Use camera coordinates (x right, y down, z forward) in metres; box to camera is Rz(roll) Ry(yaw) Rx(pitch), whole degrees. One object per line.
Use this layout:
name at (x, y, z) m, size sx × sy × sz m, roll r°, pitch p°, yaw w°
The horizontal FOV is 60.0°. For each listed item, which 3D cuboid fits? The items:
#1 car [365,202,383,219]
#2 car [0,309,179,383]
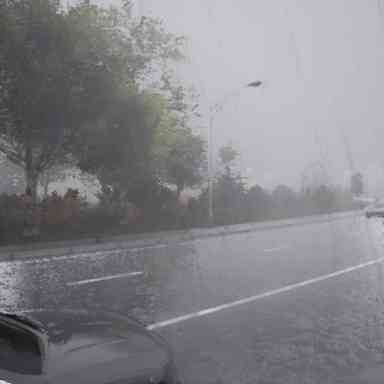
car at (16.541, 1.586, 28.642) m, size 2.033 × 1.411 × 5.357 m, roll 0°, pitch 0°, yaw 42°
car at (-2.360, 1.513, 2.173) m, size 4.892 × 1.490 × 1.837 m, roll 0°, pitch 0°, yaw -35°
